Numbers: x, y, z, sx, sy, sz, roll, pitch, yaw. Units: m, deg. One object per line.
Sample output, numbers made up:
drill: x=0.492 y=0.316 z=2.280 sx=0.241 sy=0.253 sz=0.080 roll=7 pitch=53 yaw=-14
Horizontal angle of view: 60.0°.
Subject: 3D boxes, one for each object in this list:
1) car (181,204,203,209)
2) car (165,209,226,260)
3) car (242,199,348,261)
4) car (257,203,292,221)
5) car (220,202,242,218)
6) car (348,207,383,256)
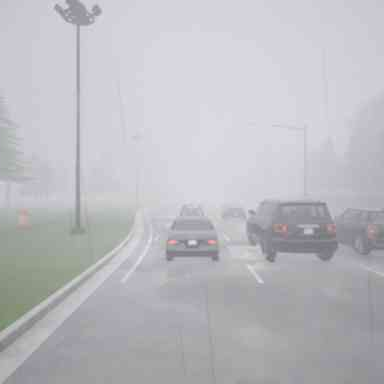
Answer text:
car: x=0.015 y=1.703 z=28.347 sx=1.895 sy=1.301 sz=4.718 roll=0 pitch=0 yaw=0
car: x=0.011 y=1.593 z=12.637 sx=2.033 sy=1.411 sz=5.357 roll=0 pitch=0 yaw=0
car: x=3.509 y=1.271 z=12.668 sx=2.150 sy=2.045 sz=5.566 roll=0 pitch=0 yaw=0
car: x=7.021 y=1.668 z=28.709 sx=1.994 sy=1.385 sz=4.181 roll=0 pitch=0 yaw=0
car: x=3.523 y=1.630 z=28.998 sx=1.812 sy=1.442 sz=4.674 roll=0 pitch=0 yaw=1
car: x=7.019 y=1.400 z=13.528 sx=2.097 sy=1.767 sz=4.553 roll=0 pitch=0 yaw=0
